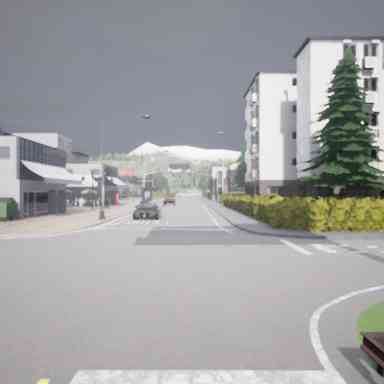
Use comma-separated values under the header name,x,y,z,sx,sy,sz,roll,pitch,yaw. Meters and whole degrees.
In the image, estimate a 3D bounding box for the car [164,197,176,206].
name,x,y,z,sx,sy,sz,roll,pitch,yaw
car,-3.515,1.422,51.981,1.895,1.301,4.718,0,0,0

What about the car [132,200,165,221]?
name,x,y,z,sx,sy,sz,roll,pitch,yaw
car,-3.509,1.558,26.591,1.994,1.385,4.181,0,1,0

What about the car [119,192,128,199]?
name,x,y,z,sx,sy,sz,roll,pitch,yaw
car,-18.950,1.328,92.144,2.007,1.523,4.514,0,0,0
